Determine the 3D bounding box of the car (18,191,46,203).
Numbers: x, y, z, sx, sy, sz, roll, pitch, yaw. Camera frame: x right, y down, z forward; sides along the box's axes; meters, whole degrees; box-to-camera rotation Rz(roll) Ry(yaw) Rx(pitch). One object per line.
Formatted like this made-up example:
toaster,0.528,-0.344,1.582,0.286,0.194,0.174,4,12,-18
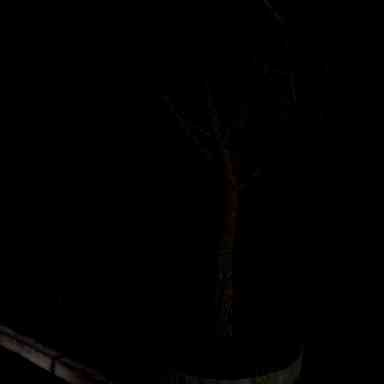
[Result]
car,-17.949,0.955,37.117,2.150,2.045,5.566,1,0,33

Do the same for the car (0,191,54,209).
car,-20.051,0.922,40.744,2.150,2.045,5.566,1,0,32
